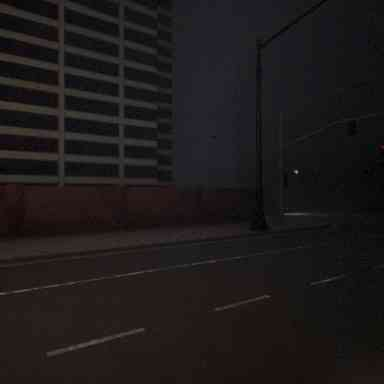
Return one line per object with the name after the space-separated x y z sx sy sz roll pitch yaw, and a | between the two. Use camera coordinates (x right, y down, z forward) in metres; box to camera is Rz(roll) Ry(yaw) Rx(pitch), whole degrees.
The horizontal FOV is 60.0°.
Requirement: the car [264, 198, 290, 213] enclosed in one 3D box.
8.629 1.502 37.048 1.837 1.490 4.892 0 1 -36 | car
